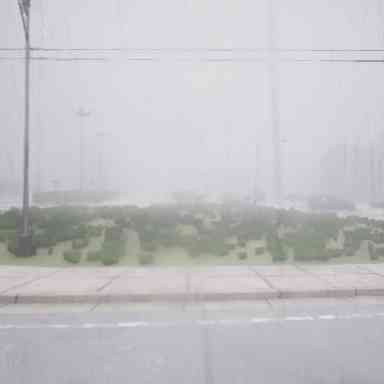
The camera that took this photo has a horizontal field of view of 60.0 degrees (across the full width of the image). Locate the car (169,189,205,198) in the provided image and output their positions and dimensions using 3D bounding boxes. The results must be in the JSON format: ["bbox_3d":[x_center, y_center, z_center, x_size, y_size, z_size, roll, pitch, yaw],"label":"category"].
[{"bbox_3d":[-0.431,0.554,46.852,4.605,1.855,1.932,1,1,-9],"label":"car"}]

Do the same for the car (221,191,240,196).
[{"bbox_3d":[8.423,0.515,72.208,4.193,1.474,1.816,1,1,-9],"label":"car"}]

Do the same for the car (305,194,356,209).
[{"bbox_3d":[14.832,1.184,35.070,4.611,1.667,2.242,1,1,-9],"label":"car"}]

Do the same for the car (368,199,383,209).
[{"bbox_3d":[22.278,1.398,37.718,1.895,1.301,4.718,1,1,-9],"label":"car"}]

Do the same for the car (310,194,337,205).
[{"bbox_3d":[20.113,1.115,50.951,1.994,1.385,4.181,1,1,-9],"label":"car"}]

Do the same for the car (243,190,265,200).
[{"bbox_3d":[11.080,0.576,58.977,3.866,1.878,1.905,1,1,-9],"label":"car"}]

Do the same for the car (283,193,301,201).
[{"bbox_3d":[18.394,0.839,61.179,1.882,1.535,5.008,1,1,-9],"label":"car"}]

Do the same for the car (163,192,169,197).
[{"bbox_3d":[-4.099,0.353,69.031,3.905,1.438,1.784,1,1,-9],"label":"car"}]
